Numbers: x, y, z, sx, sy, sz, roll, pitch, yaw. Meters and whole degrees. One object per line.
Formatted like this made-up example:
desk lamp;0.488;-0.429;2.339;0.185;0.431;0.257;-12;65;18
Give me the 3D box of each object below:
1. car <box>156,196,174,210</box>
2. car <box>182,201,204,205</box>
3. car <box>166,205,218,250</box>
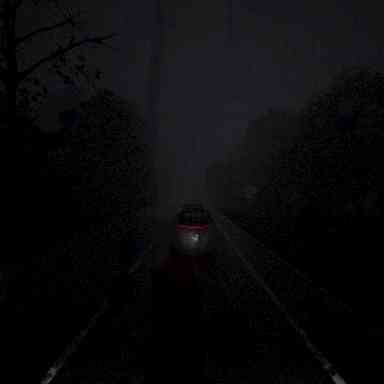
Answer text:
car;-3.559;1.392;44.707;2.097;1.767;4.553;0;0;0
car;0.110;1.543;31.396;1.882;1.535;5.008;0;0;0
car;0.095;1.537;14.636;2.128;1.511;4.902;0;0;0
